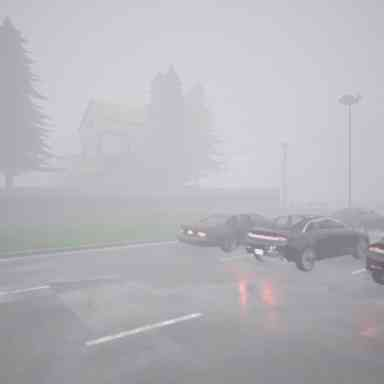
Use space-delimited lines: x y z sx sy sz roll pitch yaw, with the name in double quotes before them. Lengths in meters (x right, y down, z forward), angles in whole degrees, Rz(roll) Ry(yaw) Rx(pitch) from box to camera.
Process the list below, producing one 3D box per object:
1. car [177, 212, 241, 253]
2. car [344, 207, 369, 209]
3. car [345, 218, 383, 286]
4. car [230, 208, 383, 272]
"car" 1.979 1.537 13.737 5.357 1.411 2.033 0 0 -36
"car" 9.511 1.544 19.116 4.181 1.385 1.994 0 0 -35
"car" 6.184 1.481 8.163 4.902 1.511 2.128 0 0 -35
"car" 3.880 1.482 10.821 4.902 1.511 2.128 0 0 -35
